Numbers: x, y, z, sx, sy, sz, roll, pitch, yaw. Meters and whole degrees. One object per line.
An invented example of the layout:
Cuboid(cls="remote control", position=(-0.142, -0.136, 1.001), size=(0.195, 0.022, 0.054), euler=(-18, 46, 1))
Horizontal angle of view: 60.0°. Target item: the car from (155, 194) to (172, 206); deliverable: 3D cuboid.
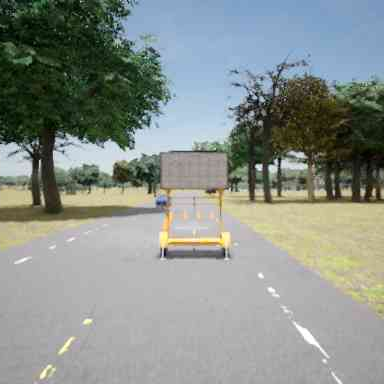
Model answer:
Cuboid(cls="car", position=(-3.569, 0.972, 42.524), size=(1.882, 1.535, 5.008), euler=(0, 0, 0))

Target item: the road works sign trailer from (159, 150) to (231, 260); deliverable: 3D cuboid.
Cuboid(cls="road works sign trailer", position=(0.087, 0.316, 11.758), size=(2.380, 3.560, 2.880), euler=(0, 1, 0))
